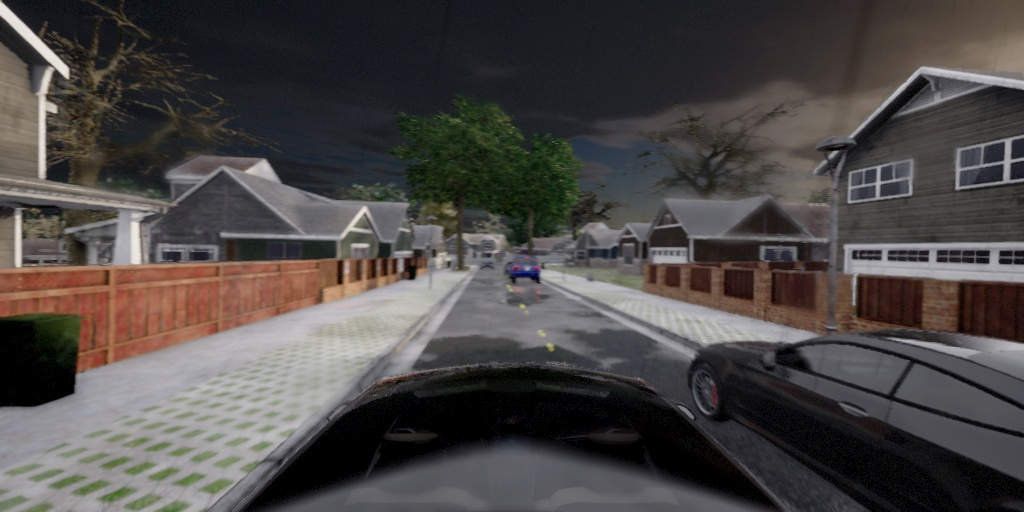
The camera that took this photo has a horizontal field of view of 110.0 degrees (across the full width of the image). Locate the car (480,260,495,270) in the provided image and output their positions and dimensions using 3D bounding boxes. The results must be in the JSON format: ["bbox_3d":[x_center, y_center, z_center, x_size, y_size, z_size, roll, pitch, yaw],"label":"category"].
[{"bbox_3d":[-3.576,1.265,52.208,1.994,1.385,4.181,1,0,-4],"label":"car"}]

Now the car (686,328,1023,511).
[{"bbox_3d":[3.419,1.349,3.032,1.812,1.442,4.674,1,0,-4],"label":"car"}]

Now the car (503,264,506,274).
[{"bbox_3d":[0.055,1.325,40.493,2.033,1.411,5.357,1,0,-4],"label":"car"}]

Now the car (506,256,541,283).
[{"bbox_3d":[0.930,1.015,28.445,2.150,2.045,5.566,1,0,-4],"label":"car"}]
